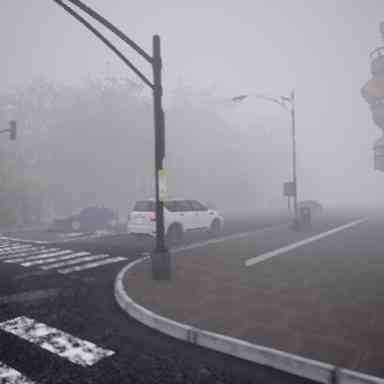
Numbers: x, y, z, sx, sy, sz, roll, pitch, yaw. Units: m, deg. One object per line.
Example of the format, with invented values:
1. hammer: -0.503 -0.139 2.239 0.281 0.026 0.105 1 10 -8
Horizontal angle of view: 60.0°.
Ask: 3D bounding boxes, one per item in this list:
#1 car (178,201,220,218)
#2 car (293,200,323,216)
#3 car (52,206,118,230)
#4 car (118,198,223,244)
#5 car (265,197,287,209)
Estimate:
1. car: 0.840 1.797 34.944 1.837 1.490 4.892 -2 0 37
2. car: 11.441 1.551 32.725 1.837 1.490 4.892 -2 -1 36
3. car: -7.450 1.790 23.753 1.882 1.535 5.008 -2 -1 36
4. car: -0.661 1.298 16.383 2.150 2.045 5.566 -2 -1 36
5. car: 12.948 1.634 51.156 2.097 1.767 4.553 -2 -1 36
